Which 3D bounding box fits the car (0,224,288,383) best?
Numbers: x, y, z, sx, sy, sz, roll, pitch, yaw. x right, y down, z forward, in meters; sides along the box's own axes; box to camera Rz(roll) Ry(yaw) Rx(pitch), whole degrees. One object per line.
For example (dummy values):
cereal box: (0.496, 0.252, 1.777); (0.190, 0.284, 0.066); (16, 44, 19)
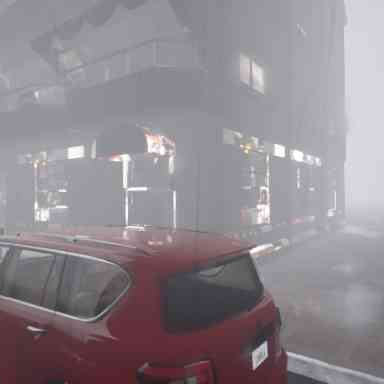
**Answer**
car: (-1.431, 1.316, 3.903); (5.009, 1.841, 2.192); (0, -1, 35)
